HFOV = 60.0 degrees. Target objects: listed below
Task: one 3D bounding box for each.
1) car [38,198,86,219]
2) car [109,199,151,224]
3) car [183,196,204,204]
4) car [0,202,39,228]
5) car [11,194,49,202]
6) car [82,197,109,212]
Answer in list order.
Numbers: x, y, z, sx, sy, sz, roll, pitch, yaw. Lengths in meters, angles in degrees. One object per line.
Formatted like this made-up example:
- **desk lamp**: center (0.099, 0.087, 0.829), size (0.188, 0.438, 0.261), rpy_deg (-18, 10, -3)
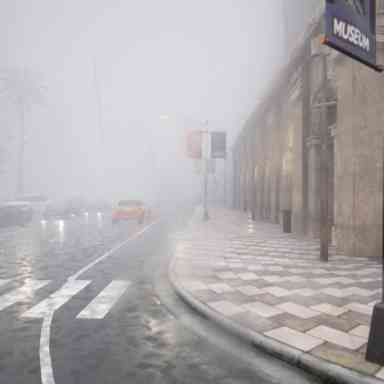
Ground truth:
- **car**: center (-11.395, 1.525, 29.480), size (1.812, 1.442, 4.674), rpy_deg (0, 0, 2)
- **car**: center (-4.437, 1.340, 25.246), size (2.097, 1.767, 4.553), rpy_deg (0, 0, 2)
- **car**: center (0.422, 1.502, 64.199), size (1.882, 1.535, 5.008), rpy_deg (-3, -2, 39)
- **car**: center (-11.697, 1.547, 20.057), size (2.033, 1.411, 5.357), rpy_deg (0, 0, 2)
- **car**: center (-14.871, 1.221, 30.347), size (2.150, 2.045, 5.566), rpy_deg (0, 0, 2)
- **car**: center (-11.012, 1.525, 39.362), size (1.812, 1.442, 4.674), rpy_deg (0, 0, 2)
